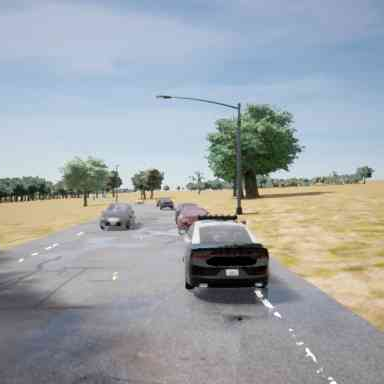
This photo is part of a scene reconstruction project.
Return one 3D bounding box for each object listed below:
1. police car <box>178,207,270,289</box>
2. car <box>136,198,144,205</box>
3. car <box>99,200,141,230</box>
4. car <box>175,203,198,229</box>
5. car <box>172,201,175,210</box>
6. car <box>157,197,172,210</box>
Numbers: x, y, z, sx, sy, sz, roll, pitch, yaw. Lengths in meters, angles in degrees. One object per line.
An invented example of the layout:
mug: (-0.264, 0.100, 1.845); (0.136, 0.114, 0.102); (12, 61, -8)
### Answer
police car: (0.695, 1.447, 9.378); (1.930, 1.638, 5.238); (0, 0, -3)
car: (-12.313, 2.215, 77.998); (1.882, 1.535, 5.008); (0, -1, -11)
car: (-4.786, 1.551, 21.849); (2.128, 1.511, 4.902); (0, 0, -4)
car: (0.098, 1.579, 19.308); (1.812, 1.442, 4.674); (0, 0, -4)
car: (-0.363, 1.577, 25.325); (1.837, 1.490, 4.892); (0, 0, -5)
car: (-3.536, 1.705, 46.160); (1.837, 1.490, 4.892); (0, -1, -7)
